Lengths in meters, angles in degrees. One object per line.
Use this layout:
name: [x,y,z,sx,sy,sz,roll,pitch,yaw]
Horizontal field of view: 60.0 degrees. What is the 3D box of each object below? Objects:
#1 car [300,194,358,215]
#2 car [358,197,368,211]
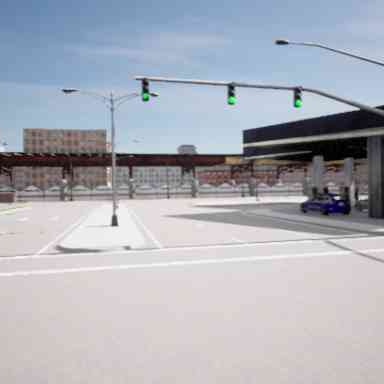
car: [10.831,0.967,27.331,2.242,1.667,4.611,-1,0,-13]
car: [16.263,1.022,29.356,1.970,1.475,3.806,-1,0,-13]
